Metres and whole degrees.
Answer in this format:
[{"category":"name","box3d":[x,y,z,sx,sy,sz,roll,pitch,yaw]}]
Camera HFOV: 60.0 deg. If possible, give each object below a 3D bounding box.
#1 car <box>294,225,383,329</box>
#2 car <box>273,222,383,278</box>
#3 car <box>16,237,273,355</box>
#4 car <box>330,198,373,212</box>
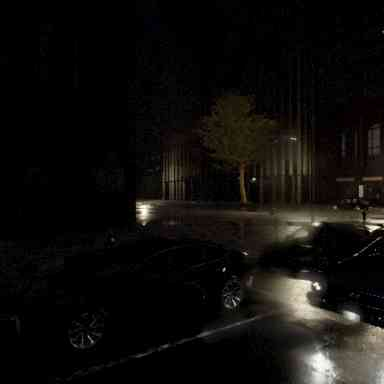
[{"category":"car","box3d":[4.658,1.547,6.734,5.357,1.411,2.033,0,0,-35]},{"category":"car","box3d":[3.817,1.566,9.402,4.313,1.339,1.947,0,0,-36]},{"category":"car","box3d":[-0.762,1.566,6.116,4.313,1.339,1.947,0,0,-36]},{"category":"car","box3d":[19.129,1.539,40.235,1.837,1.490,4.892,0,0,-36]}]
